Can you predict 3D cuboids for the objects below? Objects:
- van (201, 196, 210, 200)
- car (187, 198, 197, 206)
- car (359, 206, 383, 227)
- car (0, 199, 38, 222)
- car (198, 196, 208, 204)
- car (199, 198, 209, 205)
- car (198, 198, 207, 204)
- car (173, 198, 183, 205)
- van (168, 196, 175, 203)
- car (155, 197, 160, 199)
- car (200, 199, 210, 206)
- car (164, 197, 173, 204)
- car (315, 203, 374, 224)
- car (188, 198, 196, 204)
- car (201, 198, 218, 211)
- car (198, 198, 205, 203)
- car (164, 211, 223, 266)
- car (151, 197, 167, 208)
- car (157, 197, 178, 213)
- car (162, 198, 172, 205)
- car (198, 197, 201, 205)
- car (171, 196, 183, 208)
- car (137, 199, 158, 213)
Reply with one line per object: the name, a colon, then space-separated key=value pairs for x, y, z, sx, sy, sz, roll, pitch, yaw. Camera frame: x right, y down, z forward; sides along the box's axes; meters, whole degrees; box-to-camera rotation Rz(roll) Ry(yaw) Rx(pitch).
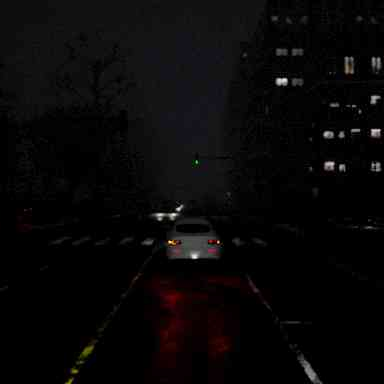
van: x=2.685 y=1.766 z=52.604 sx=1.690 sy=1.788 sz=3.998 roll=0 pitch=-1 yaw=0
car: x=-0.010 y=2.083 z=70.439 sx=1.837 sy=1.490 sz=4.892 roll=0 pitch=-1 yaw=0
car: x=16.088 y=2.092 z=26.436 sx=4.181 sy=1.385 sz=1.994 roll=1 pitch=-1 yaw=-1
car: x=-14.668 y=1.322 z=26.038 sx=4.553 sy=1.767 sz=2.097 roll=1 pitch=-1 yaw=2
car: x=2.681 y=1.996 z=80.754 sx=2.192 sy=1.841 sz=5.009 roll=0 pitch=-1 yaw=0
car: x=2.681 y=2.173 z=75.122 sx=1.887 sy=1.381 sz=4.507 roll=0 pitch=-1 yaw=0
car: x=2.679 y=2.285 z=86.382 sx=2.008 sy=1.369 sz=4.403 roll=0 pitch=-1 yaw=0
car: x=-3.010 y=2.114 z=72.695 sx=2.128 sy=1.511 sz=4.902 roll=0 pitch=-1 yaw=0
van: x=-5.702 y=2.130 z=92.013 sx=1.690 sy=1.788 sz=3.998 roll=0 pitch=-1 yaw=0
car: x=-5.695 y=1.948 z=52.432 sx=1.752 sy=1.417 sz=4.829 roll=0 pitch=0 yaw=0
car: x=2.681 y=2.127 z=69.492 sx=2.008 sy=1.369 sz=4.403 roll=0 pitch=-1 yaw=0
car: x=-5.699 y=2.121 z=80.752 sx=1.967 sy=1.590 sz=4.097 roll=0 pitch=-1 yaw=0
car: x=13.461 y=1.825 z=29.021 sx=5.009 sy=1.841 sz=2.192 roll=1 pitch=-2 yaw=-1
car: x=-0.011 y=2.108 z=80.476 sx=1.994 sy=1.385 sz=4.181 roll=0 pitch=-1 yaw=0
car: x=2.685 y=1.921 z=46.972 sx=1.887 sy=1.381 sz=4.507 roll=0 pitch=0 yaw=0
car: x=2.678 y=2.334 z=92.012 sx=1.887 sy=1.381 sz=4.507 roll=0 pitch=-1 yaw=0
car: x=-0.029 y=1.616 z=11.852 sx=1.812 sy=1.442 sz=4.674 roll=0 pitch=0 yaw=-3
car: x=-5.696 y=1.789 z=58.233 sx=2.192 sy=1.841 sz=5.009 roll=0 pitch=-1 yaw=0
car: x=-3.095 y=1.810 z=41.875 sx=1.882 sy=1.535 sz=5.008 roll=0 pitch=0 yaw=0
car: x=-5.699 y=2.068 z=75.123 sx=1.967 sy=1.590 sz=4.097 roll=0 pitch=-1 yaw=0
car: x=2.683 y=1.965 z=63.863 sx=1.967 sy=1.590 sz=4.097 roll=0 pitch=-1 yaw=0
car: x=-3.058 y=1.821 z=57.725 sx=2.097 sy=1.767 sz=4.553 roll=0 pitch=0 yaw=0
car: x=-5.694 y=1.894 z=41.341 sx=1.947 sy=1.339 sz=4.313 roll=0 pitch=0 yaw=0
